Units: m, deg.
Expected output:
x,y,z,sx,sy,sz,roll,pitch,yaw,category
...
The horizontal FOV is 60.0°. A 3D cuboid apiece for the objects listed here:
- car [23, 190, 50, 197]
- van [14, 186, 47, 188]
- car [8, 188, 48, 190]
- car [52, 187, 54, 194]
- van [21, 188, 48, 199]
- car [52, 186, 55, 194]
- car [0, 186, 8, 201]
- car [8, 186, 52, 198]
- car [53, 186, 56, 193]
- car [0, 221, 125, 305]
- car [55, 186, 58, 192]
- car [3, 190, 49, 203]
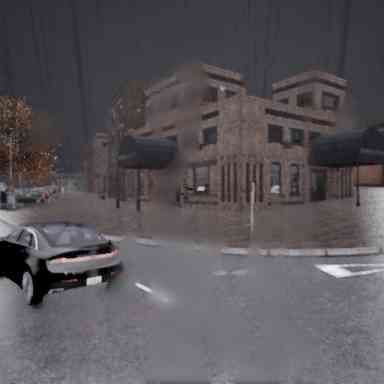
x,y,z,sx,sy,sz,roll,pitch,yaw,category
-30.870,0.305,66.205,4.674,1.452,2.002,0,2,-19,car
-25.051,0.482,51.017,4.442,1.987,1.878,0,1,-23,van
-23.857,0.650,48.532,4.553,1.767,2.185,0,1,-23,car
-31.805,0.212,68.770,4.792,1.488,2.163,0,2,-19,car
-28.871,0.197,61.118,4.442,1.987,1.878,0,2,-21,van
-32.628,0.128,71.371,4.792,1.488,2.163,0,2,-18,car
-30.870,0.351,52.835,2.150,2.045,5.566,0,1,-22,car
-25.975,0.389,53.605,5.566,2.045,2.435,0,1,-22,car
-33.514,0.014,73.953,4.892,1.521,2.231,0,2,-17,car
-3.505,1.477,8.171,2.128,1.511,4.902,0,0,-42,car
-35.198,-0.137,79.281,4.792,1.488,2.163,0,2,-16,car
-22.836,0.842,45.977,4.892,1.521,2.231,0,1,-23,car
